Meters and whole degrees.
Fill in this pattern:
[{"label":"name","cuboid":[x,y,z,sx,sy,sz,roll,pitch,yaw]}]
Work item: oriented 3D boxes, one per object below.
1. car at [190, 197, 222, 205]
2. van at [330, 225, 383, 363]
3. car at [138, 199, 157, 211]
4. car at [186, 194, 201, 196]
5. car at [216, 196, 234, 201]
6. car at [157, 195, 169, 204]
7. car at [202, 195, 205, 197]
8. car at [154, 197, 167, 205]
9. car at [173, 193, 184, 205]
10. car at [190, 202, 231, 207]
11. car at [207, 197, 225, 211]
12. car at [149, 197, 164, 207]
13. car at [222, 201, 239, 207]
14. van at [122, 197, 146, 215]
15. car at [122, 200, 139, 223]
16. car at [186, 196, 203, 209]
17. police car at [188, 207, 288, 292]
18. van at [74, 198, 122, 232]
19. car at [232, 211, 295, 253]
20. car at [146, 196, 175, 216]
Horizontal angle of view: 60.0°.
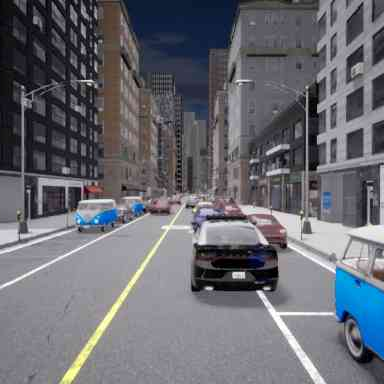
[{"label":"car","cuboid":[0.961,1.455,25.178,1.801,1.575,5.366,0,0,0]},{"label":"van","cuboid":[2.863,1.341,3.304,1.690,1.788,3.998,0,0,0]},{"label":"car","cuboid":[-5.566,1.585,41.835,1.802,1.307,4.206,0,0,0]},{"label":"car","cuboid":[0.147,1.535,59.331,1.812,1.442,4.674,0,0,0]},{"label":"car","cuboid":[2.931,1.315,30.811,2.192,1.841,5.009,0,0,0]},{"label":"car","cuboid":[-5.512,1.452,63.841,1.967,1.590,4.097,0,0,0]},{"label":"car","cuboid":[2.986,1.557,52.817,2.008,1.369,4.403,0,0,0]},{"label":"car","cuboid":[-5.526,1.591,58.339,1.802,1.307,4.206,0,0,0]},{"label":"car","cuboid":[-2.857,1.486,57.629,1.882,1.535,5.008,0,0,0]},{"label":"car","cuboid":[0.946,1.526,18.987,1.812,1.442,4.674,0,0,0]},{"label":"car","cuboid":[2.959,1.443,41.814,1.967,1.590,4.097,0,0,0]},{"label":"car","cuboid":[-5.539,1.573,52.838,1.947,1.339,4.313,0,0,0]},{"label":"car","cuboid":[2.918,1.582,25.309,1.802,1.307,4.206,0,0,0]},{"label":"van","cuboid":[-5.594,1.341,30.832,1.690,1.788,3.998,0,0,0]},{"label":"car","cuboid":[-5.608,1.550,25.331,2.008,1.369,4.403,0,0,0]},{"label":"car","cuboid":[0.132,1.568,45.938,1.994,1.385,4.181,0,0,0]},{"label":"police car","cuboid":[0.922,1.425,9.097,1.930,1.638,5.238,0,0,0]},{"label":"van","cuboid":[-5.622,1.340,19.831,1.690,1.788,3.998,0,0,0]},{"label":"car","cuboid":[2.891,1.581,14.307,1.802,1.307,4.206,0,0,0]},{"label":"car","cuboid":[-3.019,1.478,33.013,1.882,1.535,5.008,0,0,0]}]
